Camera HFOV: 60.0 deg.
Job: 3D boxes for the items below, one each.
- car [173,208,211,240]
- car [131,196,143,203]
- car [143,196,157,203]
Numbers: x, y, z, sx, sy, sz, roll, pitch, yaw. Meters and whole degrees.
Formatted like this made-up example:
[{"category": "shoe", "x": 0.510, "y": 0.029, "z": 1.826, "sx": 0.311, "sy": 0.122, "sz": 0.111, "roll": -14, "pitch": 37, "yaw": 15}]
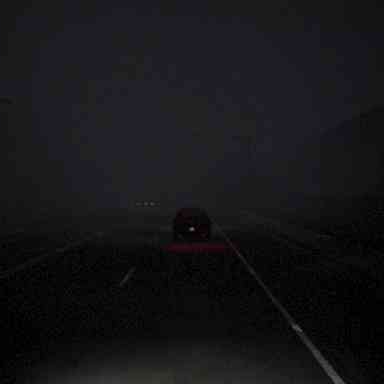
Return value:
[{"category": "car", "x": 0.000, "y": 1.600, "z": 17.976, "sx": 1.882, "sy": 1.535, "sz": 5.008, "roll": 0, "pitch": 0, "yaw": 0}, {"category": "car", "x": -13.995, "y": 1.921, "z": 83.781, "sx": 2.097, "sy": 1.767, "sz": 4.553, "roll": 0, "pitch": 0, "yaw": 0}, {"category": "car", "x": -10.495, "y": 2.044, "z": 83.750, "sx": 1.882, "sy": 1.535, "sz": 5.008, "roll": 0, "pitch": 0, "yaw": 0}]
